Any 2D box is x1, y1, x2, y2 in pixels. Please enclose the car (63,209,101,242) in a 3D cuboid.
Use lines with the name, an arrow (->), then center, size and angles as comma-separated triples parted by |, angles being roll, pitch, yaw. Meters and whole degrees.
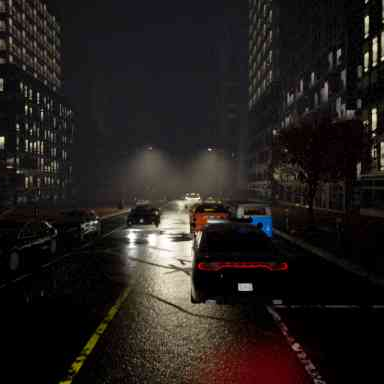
car -> -5.668, 1.547, 16.048 | 2.008, 1.369, 4.403 | -1, 0, 0

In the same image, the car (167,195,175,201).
car -> -5.510, 1.618, 89.172 | 1.802, 1.307, 4.206 | -1, 0, 0

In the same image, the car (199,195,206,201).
car -> 2.870, 1.562, 89.324 | 1.752, 1.417, 4.829 | -1, 0, 0

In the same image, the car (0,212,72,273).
car -> -5.680, 1.548, 10.424 | 2.008, 1.369, 4.403 | -1, 0, 0

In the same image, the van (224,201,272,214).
van -> 2.708, 1.337, 16.031 | 1.690, 1.788, 3.998 | -1, 0, 0

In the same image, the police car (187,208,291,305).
police car -> 0.917, 1.423, 8.269 | 1.930, 1.638, 5.238 | 0, 0, 0

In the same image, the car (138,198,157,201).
car -> -5.619, 1.551, 38.548 | 2.008, 1.369, 4.403 | -1, 0, 0

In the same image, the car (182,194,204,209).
car -> 0.123, 1.224, 45.588 | 2.150, 2.045, 5.566 | 0, 0, 0

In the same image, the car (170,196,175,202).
car -> -5.534, 1.570, 77.923 | 1.887, 1.381, 4.507 | -1, 0, 0

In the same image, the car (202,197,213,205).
car -> 2.810, 1.577, 61.029 | 1.947, 1.339, 4.313 | -1, 0, 0

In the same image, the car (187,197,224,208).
car -> 0.928, 1.348, 18.132 | 2.097, 1.767, 4.553 | 0, 0, 0

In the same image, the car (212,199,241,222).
car -> 2.734, 1.437, 27.280 | 1.967, 1.590, 4.097 | -1, 0, 0

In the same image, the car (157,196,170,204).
car -> -5.573, 1.451, 61.048 | 1.967, 1.590, 4.097 | -1, 0, 0

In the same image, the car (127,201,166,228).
car -> -3.051, 1.560, 22.092 | 1.994, 1.385, 4.181 | 0, 0, 0

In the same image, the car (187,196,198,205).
car -> 0.126, 1.487, 58.198 | 1.882, 1.535, 5.008 | 0, 0, 0
